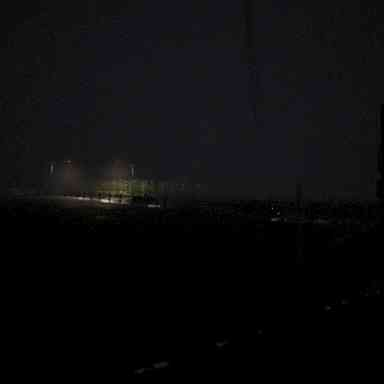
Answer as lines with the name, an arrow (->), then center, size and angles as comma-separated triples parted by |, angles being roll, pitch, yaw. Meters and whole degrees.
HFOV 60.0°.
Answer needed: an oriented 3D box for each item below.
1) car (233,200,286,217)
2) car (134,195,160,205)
car -> 5.756, 1.379, 28.686 | 1.895, 1.301, 4.718 | 1, 1, -35
car -> -6.217, 1.006, 45.510 | 1.895, 1.301, 4.718 | 1, 1, -35
